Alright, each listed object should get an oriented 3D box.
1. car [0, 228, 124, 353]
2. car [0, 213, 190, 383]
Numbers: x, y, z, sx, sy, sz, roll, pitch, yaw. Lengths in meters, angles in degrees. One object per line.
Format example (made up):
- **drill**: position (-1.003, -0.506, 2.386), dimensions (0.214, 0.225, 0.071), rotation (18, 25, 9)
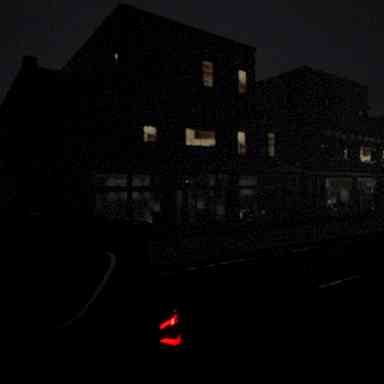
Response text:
- **car**: position (-3.607, 1.526, 5.088), dimensions (4.674, 1.442, 1.812), rotation (-1, 0, -36)
- **car**: position (-2.625, 1.231, 1.812), dimensions (5.566, 2.045, 2.150), rotation (-1, 0, -36)
